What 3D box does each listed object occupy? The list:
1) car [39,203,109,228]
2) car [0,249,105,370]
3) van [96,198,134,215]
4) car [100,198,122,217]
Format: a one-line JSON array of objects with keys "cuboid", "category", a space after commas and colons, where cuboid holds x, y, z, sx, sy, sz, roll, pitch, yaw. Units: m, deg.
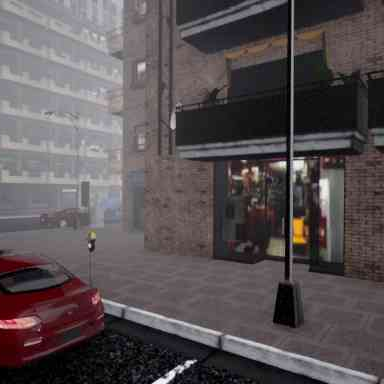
[{"cuboid": [-8.529, 1.755, 23.737, 1.887, 1.381, 4.507, 0, -1, 36], "category": "car"}, {"cuboid": [-3.144, 1.582, 5.243, 4.206, 1.307, 1.802, 0, 0, 36], "category": "car"}, {"cuboid": [-8.710, 1.606, 37.856, 1.690, 1.788, 3.998, 0, -1, 36], "category": "van"}, {"cuboid": [-7.301, 1.750, 35.395, 1.882, 1.535, 5.008, 1, 0, 36], "category": "car"}]
